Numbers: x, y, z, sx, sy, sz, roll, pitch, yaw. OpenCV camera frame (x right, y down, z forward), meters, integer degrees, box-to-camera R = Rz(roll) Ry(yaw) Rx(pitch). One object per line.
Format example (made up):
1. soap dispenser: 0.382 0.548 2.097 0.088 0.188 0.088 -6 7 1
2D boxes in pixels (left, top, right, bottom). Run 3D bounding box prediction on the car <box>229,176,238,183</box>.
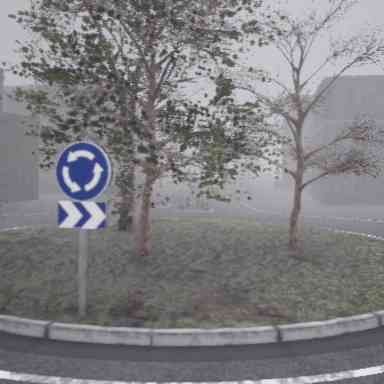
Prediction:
1. car: 7.309 -2.458 61.576 1.837 1.490 4.892 1 7 17
